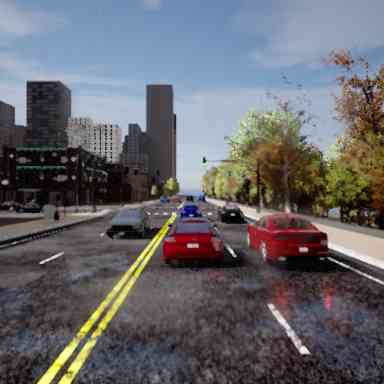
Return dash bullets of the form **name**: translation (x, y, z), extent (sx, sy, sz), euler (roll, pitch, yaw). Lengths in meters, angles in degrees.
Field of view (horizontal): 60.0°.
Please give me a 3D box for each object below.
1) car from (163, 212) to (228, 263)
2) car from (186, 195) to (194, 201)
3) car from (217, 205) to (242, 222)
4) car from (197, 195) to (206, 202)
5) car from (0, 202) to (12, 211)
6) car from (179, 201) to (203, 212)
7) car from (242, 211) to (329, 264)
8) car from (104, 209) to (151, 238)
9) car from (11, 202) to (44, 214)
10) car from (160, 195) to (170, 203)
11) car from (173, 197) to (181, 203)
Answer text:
- **car**: translation (0.027, 1.649, 12.322), extent (1.994, 1.385, 4.181), euler (0, 0, 0)
- **car**: translation (-0.590, 1.846, 93.309), extent (2.150, 2.045, 5.566), euler (0, 0, 0)
- **car**: translation (3.180, 1.755, 27.982), extent (1.994, 1.385, 4.181), euler (0, 0, 0)
- **car**: translation (2.660, 1.845, 93.330), extent (2.150, 2.045, 5.566), euler (0, 0, 0)
- **car**: translation (-28.606, 2.176, 51.173), extent (4.403, 1.369, 2.008), euler (-1, 1, 0)
- **car**: translation (-0.073, 1.721, 28.375), extent (1.812, 1.442, 4.674), euler (0, 0, 0)
- **car**: translation (3.267, 1.561, 12.252), extent (1.882, 1.535, 5.008), euler (0, 0, 0)
- **car**: translation (-3.459, 1.680, 18.985), extent (2.033, 1.411, 5.357), euler (0, 0, 0)
- **car**: translation (-20.219, 2.119, 42.715), extent (4.313, 1.339, 1.947), euler (-1, 1, 0)
- **car**: translation (-7.046, 1.814, 86.769), extent (2.150, 2.045, 5.566), euler (0, 0, 0)
- **car**: translation (-3.796, 2.066, 86.818), extent (1.882, 1.535, 5.008), euler (0, 0, 0)
